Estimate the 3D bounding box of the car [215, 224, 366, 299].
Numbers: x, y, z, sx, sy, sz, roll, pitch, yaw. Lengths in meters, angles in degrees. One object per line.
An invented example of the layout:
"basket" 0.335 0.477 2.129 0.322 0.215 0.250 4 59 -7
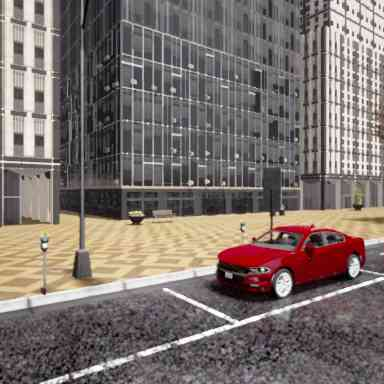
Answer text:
"car" 2.611 1.541 8.426 4.507 1.381 1.887 0 0 -36
